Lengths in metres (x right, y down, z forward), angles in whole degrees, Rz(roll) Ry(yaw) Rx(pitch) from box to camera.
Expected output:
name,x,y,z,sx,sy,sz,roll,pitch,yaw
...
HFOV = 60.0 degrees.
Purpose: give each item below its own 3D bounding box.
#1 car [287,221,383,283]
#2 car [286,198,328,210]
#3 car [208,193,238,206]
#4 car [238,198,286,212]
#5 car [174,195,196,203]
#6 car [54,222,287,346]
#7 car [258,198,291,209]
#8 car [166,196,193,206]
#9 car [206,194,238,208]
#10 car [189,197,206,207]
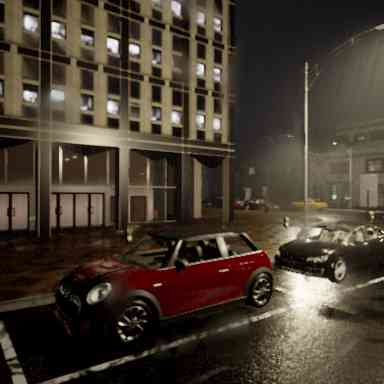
name,x,y,z,sx,sy,sz,roll,pitch,yaw
car,4.249,1.557,9.588,4.403,1.369,2.008,0,0,-36
car,14.314,1.467,41.049,1.752,1.417,4.829,1,0,-35
car,4.974,1.189,54.578,2.192,1.841,5.009,1,0,-35
car,7.514,1.443,36.149,2.008,1.369,4.403,1,0,-35
car,-1.418,1.356,63.830,1.752,1.417,4.829,1,0,-35
car,-0.384,1.442,6.281,4.097,1.590,1.967,0,0,-36
car,11.264,1.501,45.466,1.802,1.307,4.206,1,0,-35
car,-1.925,1.368,49.818,1.887,1.381,4.507,1,0,-35
car,4.370,1.184,40.706,2.192,1.841,5.009,1,0,-35
car,1.221,1.397,45.262,2.008,1.369,4.403,1,0,-35
